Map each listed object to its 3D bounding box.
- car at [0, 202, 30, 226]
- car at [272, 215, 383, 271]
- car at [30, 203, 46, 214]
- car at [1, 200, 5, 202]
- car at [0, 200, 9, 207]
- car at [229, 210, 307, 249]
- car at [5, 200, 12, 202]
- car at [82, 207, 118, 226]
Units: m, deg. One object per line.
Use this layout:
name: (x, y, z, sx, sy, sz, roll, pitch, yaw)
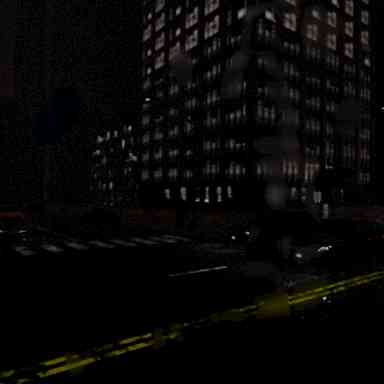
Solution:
car: (-13.986, 1.737, 25.157, 1.882, 1.535, 5.008, 1, -1, -36)
car: (5.097, 1.613, 11.325, 4.674, 1.442, 1.812, 0, -1, -35)
car: (-20.667, 2.137, 44.074, 1.947, 1.339, 4.313, 0, -1, -36)
car: (-33.996, 2.410, 62.287, 1.802, 1.307, 4.206, 0, -1, -36)
car: (-40.660, 2.521, 71.394, 1.947, 1.339, 4.313, 0, -1, -36)
car: (3.939, 1.615, 15.369, 4.674, 1.442, 1.812, -2, 2, -23)
car: (-30.663, 2.330, 57.735, 1.947, 1.339, 4.313, 0, -1, -36)
car: (-7.235, 1.864, 25.939, 2.008, 1.369, 4.403, 0, -1, -36)
